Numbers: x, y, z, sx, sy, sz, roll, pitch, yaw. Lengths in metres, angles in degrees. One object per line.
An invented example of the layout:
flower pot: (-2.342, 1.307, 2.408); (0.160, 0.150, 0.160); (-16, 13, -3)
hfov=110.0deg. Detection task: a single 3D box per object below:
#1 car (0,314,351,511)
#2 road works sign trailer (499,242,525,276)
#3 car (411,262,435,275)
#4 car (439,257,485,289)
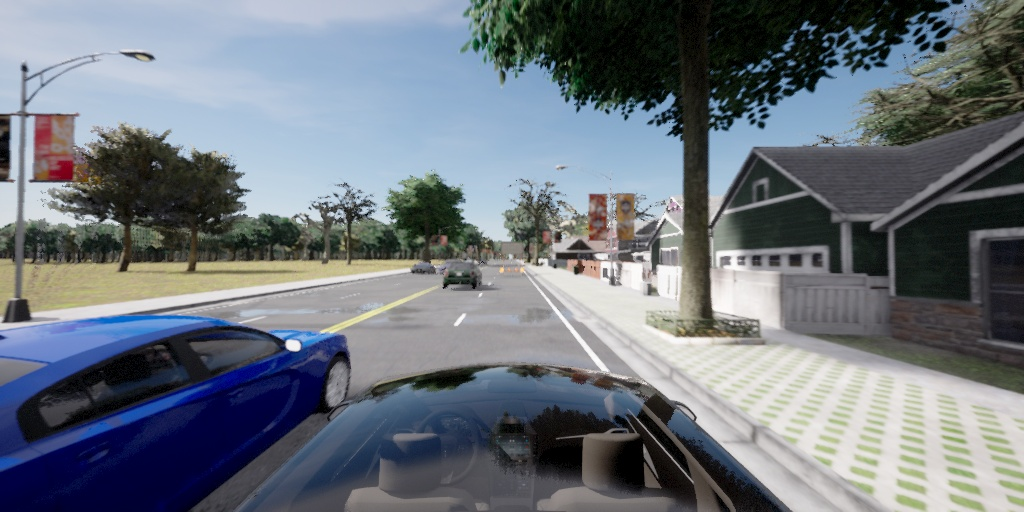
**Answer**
car: (-3.150, 1.228, 2.976); (1.882, 1.535, 5.008); (0, 0, 0)
road works sign trailer: (0.005, 0.250, 37.256); (2.380, 3.560, 2.880); (0, 0, 0)
car: (-9.831, 1.355, 39.914); (1.994, 1.385, 4.181); (0, 0, 0)
car: (-3.147, 1.118, 23.491); (2.097, 1.767, 4.553); (0, 0, 0)
